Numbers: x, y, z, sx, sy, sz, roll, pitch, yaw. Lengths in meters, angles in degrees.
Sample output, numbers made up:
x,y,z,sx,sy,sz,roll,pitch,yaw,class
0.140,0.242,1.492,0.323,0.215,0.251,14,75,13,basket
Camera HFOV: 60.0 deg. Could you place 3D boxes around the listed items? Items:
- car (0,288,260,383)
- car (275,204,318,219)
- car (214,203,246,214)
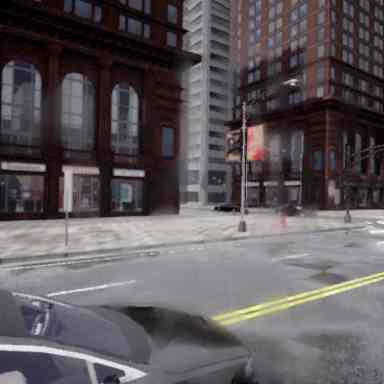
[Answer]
x,y,z,sx,sy,sz,roll,pitch,yaw,class
-1.608,1.491,2.293,4.902,1.511,2.128,1,0,-35,car
10.829,1.990,34.882,1.812,1.442,4.674,2,-1,-35,car
5.028,2.111,43.064,1.895,1.301,4.718,2,-1,-35,car
